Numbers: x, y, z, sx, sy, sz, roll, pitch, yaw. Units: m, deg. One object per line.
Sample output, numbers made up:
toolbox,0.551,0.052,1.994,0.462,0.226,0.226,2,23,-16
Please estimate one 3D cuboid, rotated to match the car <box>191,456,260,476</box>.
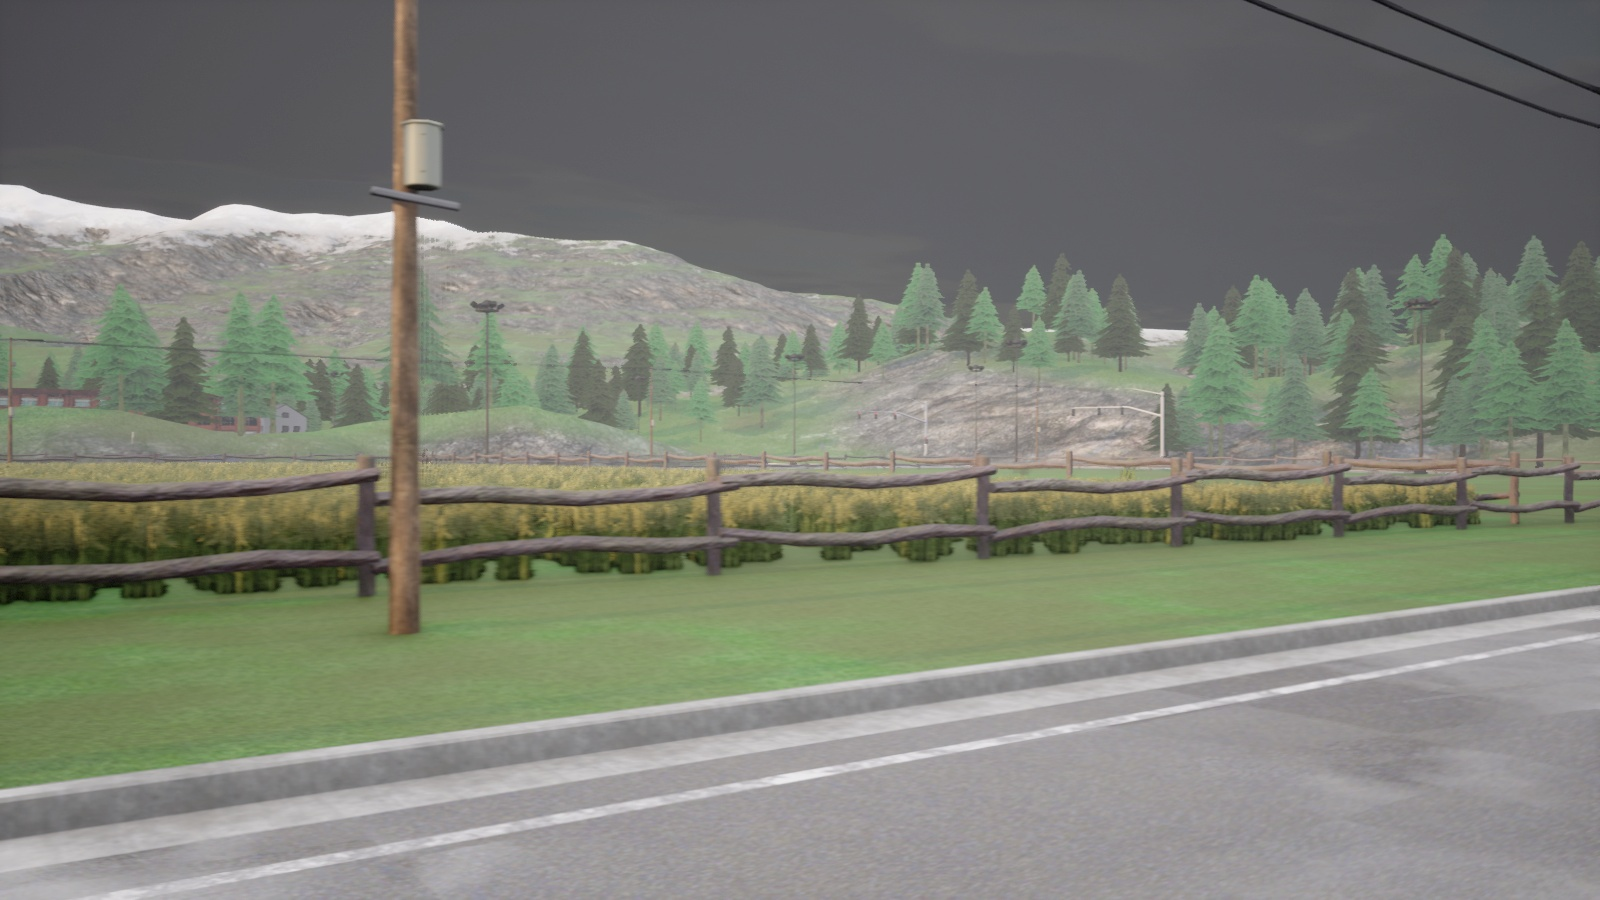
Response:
car,-40.643,1.112,88.859,4.181,1.385,1.994,0,0,-35
